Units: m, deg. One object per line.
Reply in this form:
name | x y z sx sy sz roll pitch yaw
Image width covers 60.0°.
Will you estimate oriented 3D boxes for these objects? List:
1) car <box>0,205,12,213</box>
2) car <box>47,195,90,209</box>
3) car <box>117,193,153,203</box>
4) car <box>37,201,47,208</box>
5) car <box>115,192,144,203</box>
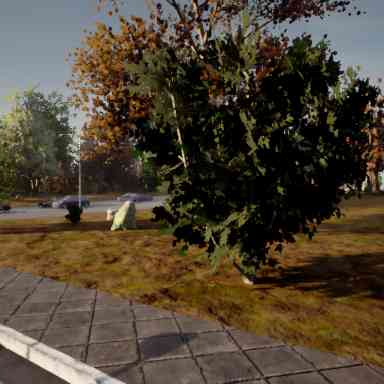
car | -21.777 1.646 34.907 1.895 1.301 4.718 0 1 39
car | -15.500 1.178 42.656 2.097 1.767 4.553 0 2 39
car | -8.451 0.931 51.344 2.033 1.411 5.357 0 3 39
car | -18.000 1.374 45.133 2.033 1.411 5.357 0 2 39
car | -10.204 0.847 54.721 1.812 1.442 4.674 0 3 39
